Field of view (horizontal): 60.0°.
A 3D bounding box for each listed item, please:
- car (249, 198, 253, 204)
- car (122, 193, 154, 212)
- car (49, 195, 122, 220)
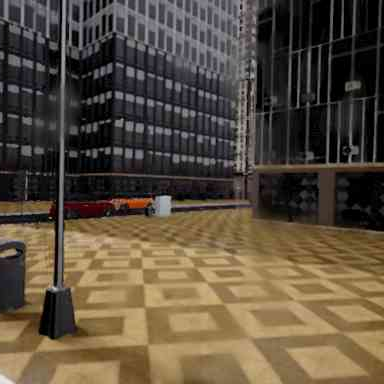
[{"bbox_3d":[10.184,1.072,47.912,4.892,1.490,1.837,1,1,-44],"label":"car"},{"bbox_3d":[-5.802,0.896,31.078,2.097,1.767,4.553,2,1,41],"label":"car"},{"bbox_3d":[-7.719,0.987,24.000,2.097,1.767,4.553,2,1,40],"label":"car"}]
